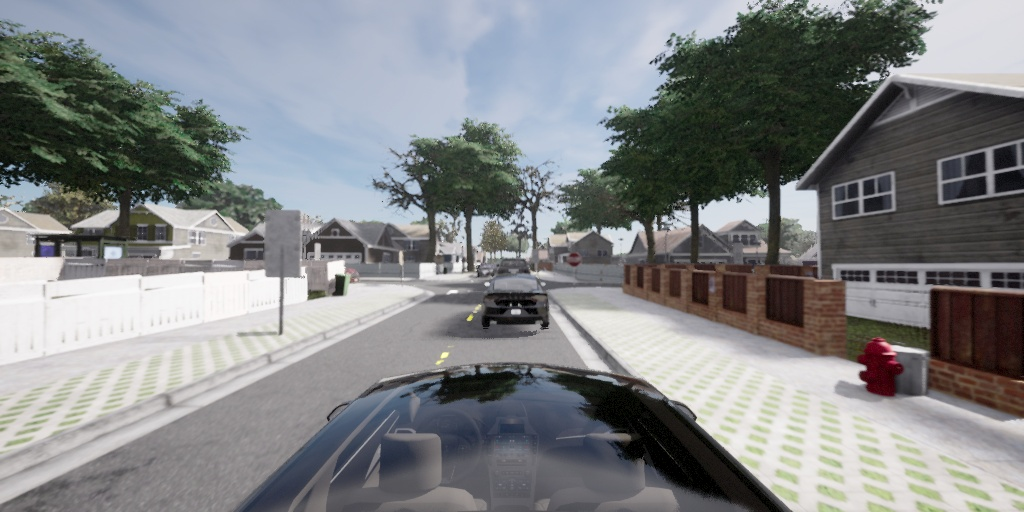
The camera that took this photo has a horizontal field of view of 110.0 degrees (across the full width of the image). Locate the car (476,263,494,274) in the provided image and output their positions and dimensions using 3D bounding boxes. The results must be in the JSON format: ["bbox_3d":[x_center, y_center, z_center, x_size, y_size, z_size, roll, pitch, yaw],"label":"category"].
[{"bbox_3d":[-2.838,1.572,40.138,2.128,1.511,4.902,0,-1,0],"label":"car"}]

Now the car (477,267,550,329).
[{"bbox_3d":[0.103,1.287,11.581,1.882,1.535,5.008,0,0,0],"label":"car"}]

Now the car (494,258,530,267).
[{"bbox_3d":[0.103,1.143,25.016,2.150,2.045,5.566,0,0,0],"label":"car"}]

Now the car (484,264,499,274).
[{"bbox_3d":[-2.824,1.828,50.688,1.895,1.301,4.718,0,-1,0],"label":"car"}]

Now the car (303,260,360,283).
[{"bbox_3d":[-13.057,1.062,24.994,4.553,1.767,2.097,1,-2,2],"label":"car"}]
